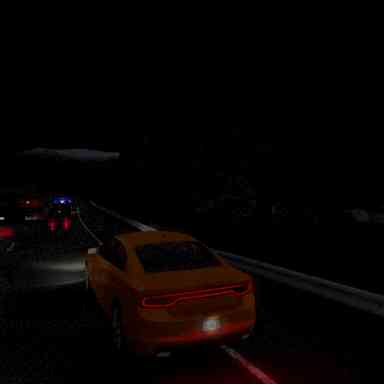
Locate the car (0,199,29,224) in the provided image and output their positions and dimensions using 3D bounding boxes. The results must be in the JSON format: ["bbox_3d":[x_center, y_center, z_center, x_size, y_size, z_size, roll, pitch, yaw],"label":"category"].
[{"bbox_3d":[-13.612,1.506,24.728,1.837,1.490,4.892,0,0,-21],"label":"car"}]

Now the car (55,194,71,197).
[{"bbox_3d":[-15.792,1.221,40.806,2.150,2.045,5.566,0,0,-19],"label":"car"}]

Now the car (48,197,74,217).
[{"bbox_3d":[-12.242,1.492,30.951,2.128,1.511,4.902,0,0,-20],"label":"car"}]

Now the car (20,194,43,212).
[{"bbox_3d":[-18.562,1.221,38.317,2.150,2.045,5.566,0,0,-20],"label":"car"}]

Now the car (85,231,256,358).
[{"bbox_3d":[-0.820,1.478,6.327,1.882,1.535,5.008,0,0,-25],"label":"car"}]
